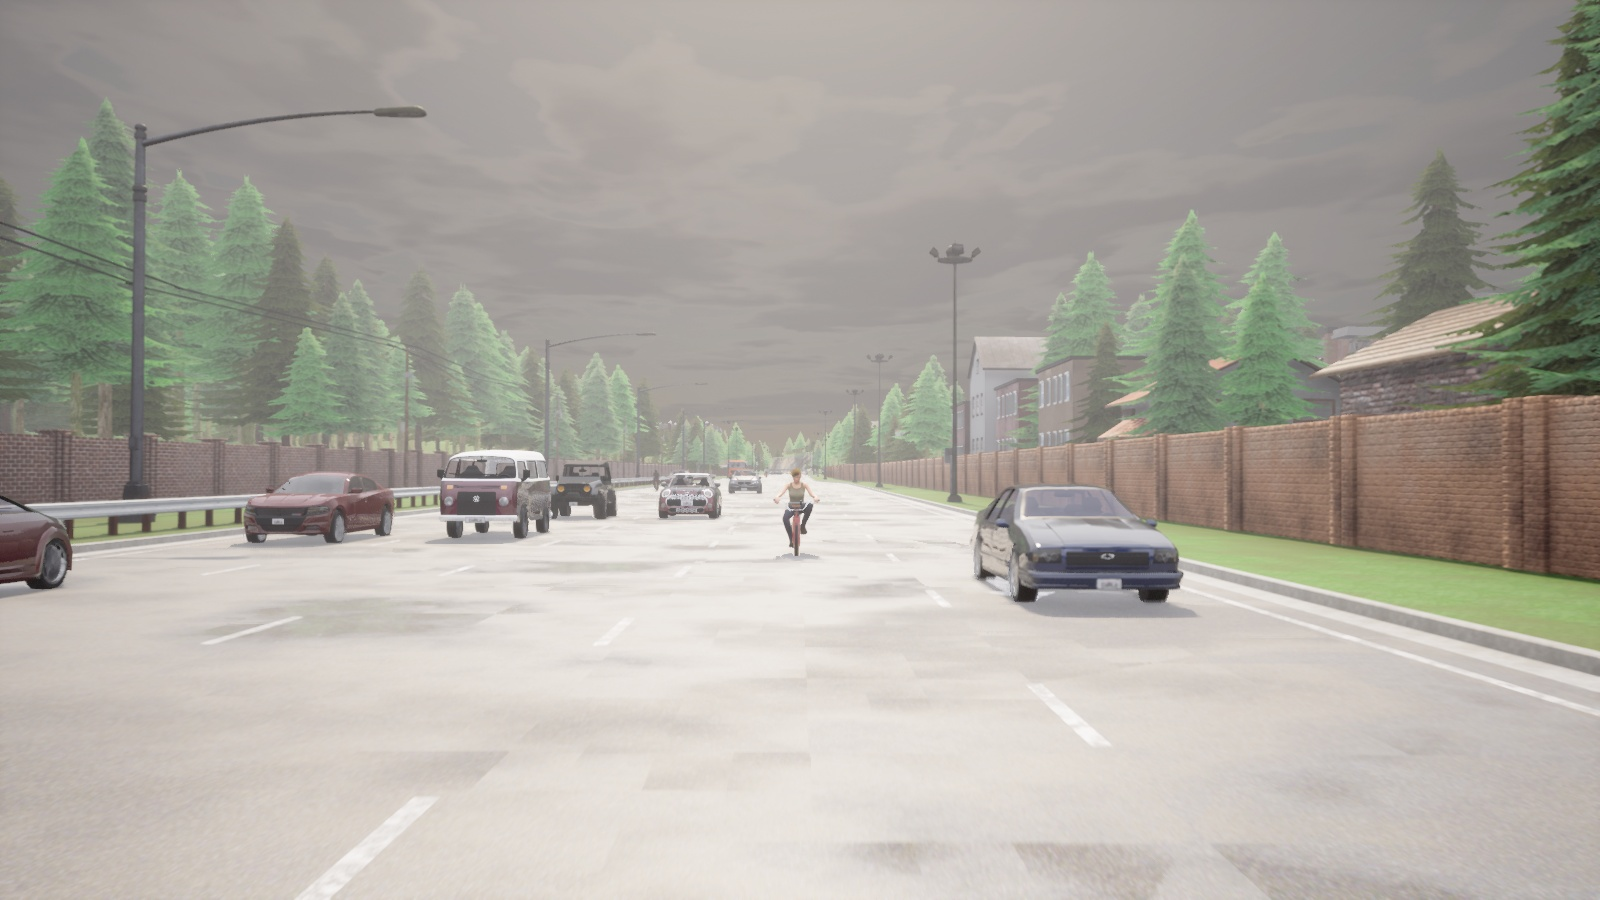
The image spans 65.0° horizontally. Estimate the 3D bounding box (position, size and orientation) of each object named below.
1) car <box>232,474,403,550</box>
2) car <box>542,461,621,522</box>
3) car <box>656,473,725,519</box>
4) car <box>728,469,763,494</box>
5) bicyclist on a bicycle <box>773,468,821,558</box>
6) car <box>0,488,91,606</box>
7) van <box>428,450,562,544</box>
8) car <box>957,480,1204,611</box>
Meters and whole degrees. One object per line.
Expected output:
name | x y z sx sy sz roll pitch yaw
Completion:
car | -10.570 1.302 27.931 1.882 1.535 5.008 0 -1 0
car | -7.103 1.328 41.142 1.905 1.878 3.866 0 -1 0
car | -3.604 1.494 41.802 1.970 1.475 3.806 0 -1 0
car | -3.713 2.114 86.043 2.242 1.667 4.611 0 -1 0
bicyclist on a bicycle | -0.054 1.141 23.280 0.866 1.612 1.509 0 -1 0
car | -10.537 1.168 14.799 1.994 1.385 4.181 0 -1 0
van | -7.074 1.062 29.626 2.069 2.038 4.480 0 -1 0
car | 3.461 1.127 16.660 2.033 1.411 5.357 0 -1 0
